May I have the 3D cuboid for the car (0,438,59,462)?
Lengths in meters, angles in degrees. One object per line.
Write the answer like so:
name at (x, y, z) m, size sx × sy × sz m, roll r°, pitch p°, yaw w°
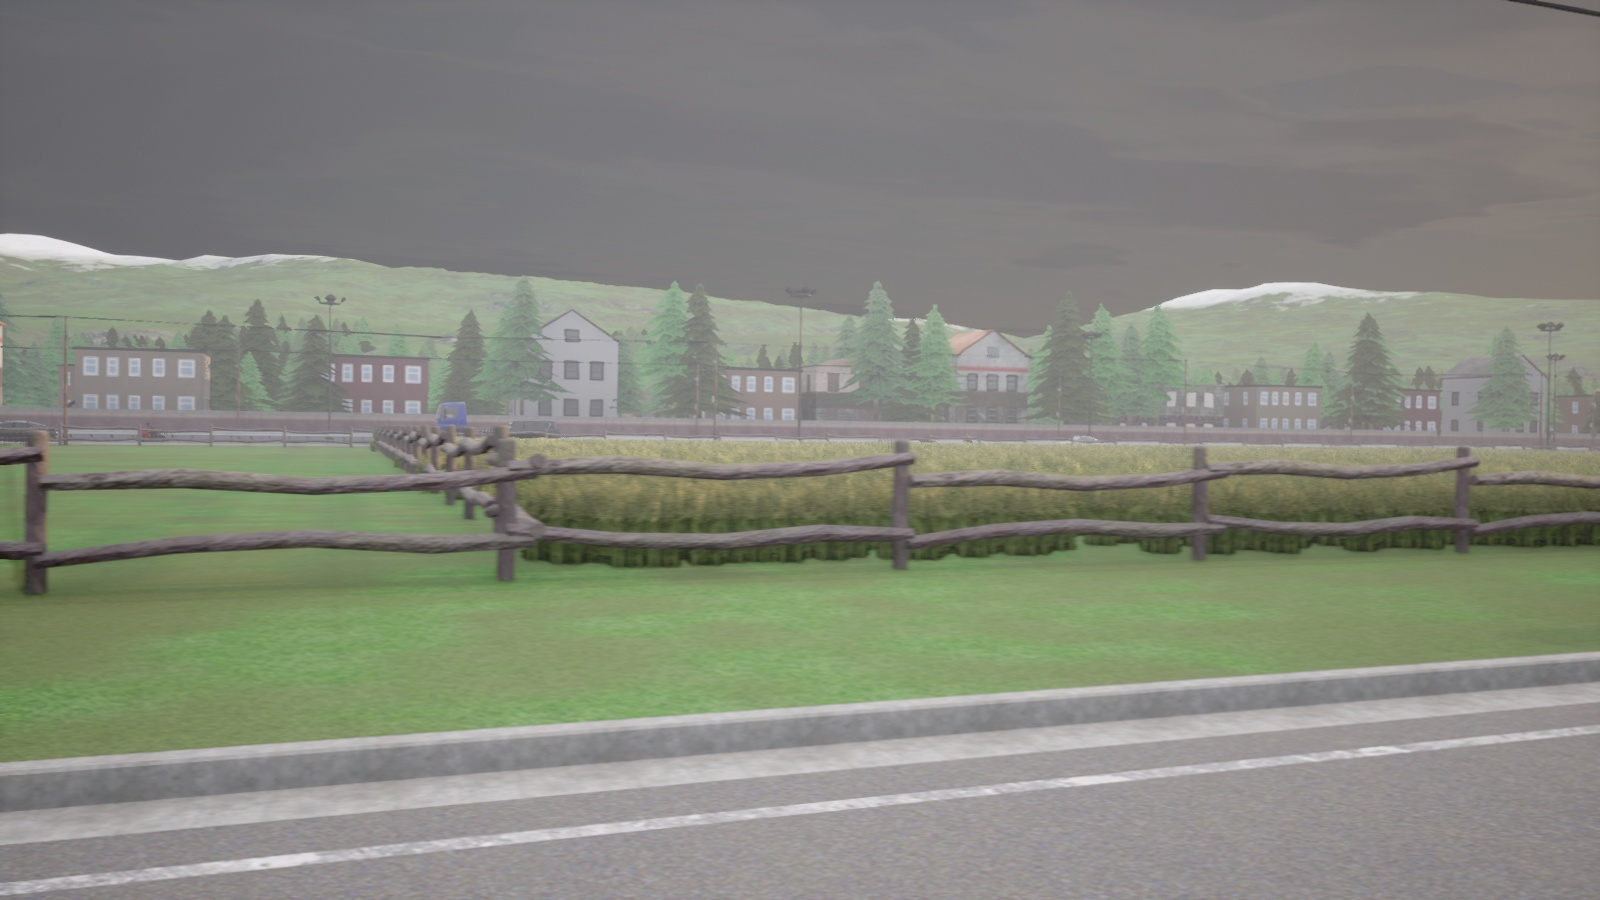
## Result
car at (-50.313, -0.017, 80.164) m, size 4.892 × 1.490 × 1.837 m, roll -1°, pitch 1°, yaw -21°

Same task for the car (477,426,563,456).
car at (-19.596, -0.657, 87.927) m, size 5.566 × 2.045 × 2.150 m, roll -1°, pitch 1°, yaw -21°
